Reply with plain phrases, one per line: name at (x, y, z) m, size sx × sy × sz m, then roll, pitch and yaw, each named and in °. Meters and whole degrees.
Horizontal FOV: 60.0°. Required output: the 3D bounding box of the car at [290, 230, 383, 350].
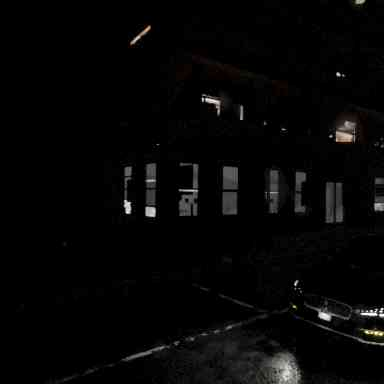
car at (3.854, 1.508, 6.113) m, size 4.892 × 1.490 × 1.837 m, roll 0°, pitch 0°, yaw -35°
